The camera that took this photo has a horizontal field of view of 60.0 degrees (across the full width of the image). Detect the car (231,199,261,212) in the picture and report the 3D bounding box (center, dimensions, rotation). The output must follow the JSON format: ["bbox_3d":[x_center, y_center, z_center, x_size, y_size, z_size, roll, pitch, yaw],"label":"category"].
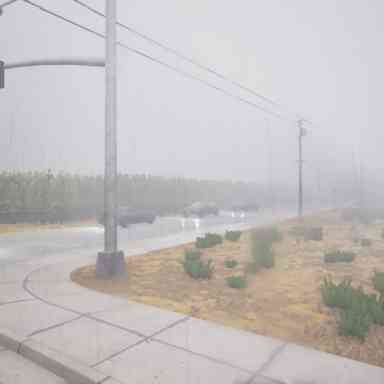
[{"bbox_3d":[6.582,1.591,40.101,2.033,1.411,5.357,0,0,33],"label":"car"}]

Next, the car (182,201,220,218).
[{"bbox_3d":[0.954,1.569,31.319,1.812,1.442,4.674,0,0,32],"label":"car"}]

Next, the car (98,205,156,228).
[{"bbox_3d":[-4.406,1.607,22.994,1.994,1.385,4.181,0,0,33],"label":"car"}]
